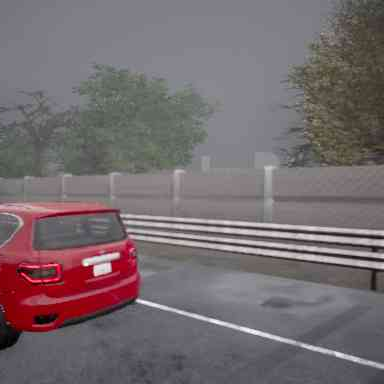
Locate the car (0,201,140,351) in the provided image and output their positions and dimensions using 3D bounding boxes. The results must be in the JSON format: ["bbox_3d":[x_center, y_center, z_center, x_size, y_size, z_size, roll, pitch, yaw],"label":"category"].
[{"bbox_3d":[-3.470,1.191,6.346,5.566,2.045,2.150,0,0,36],"label":"car"}]
